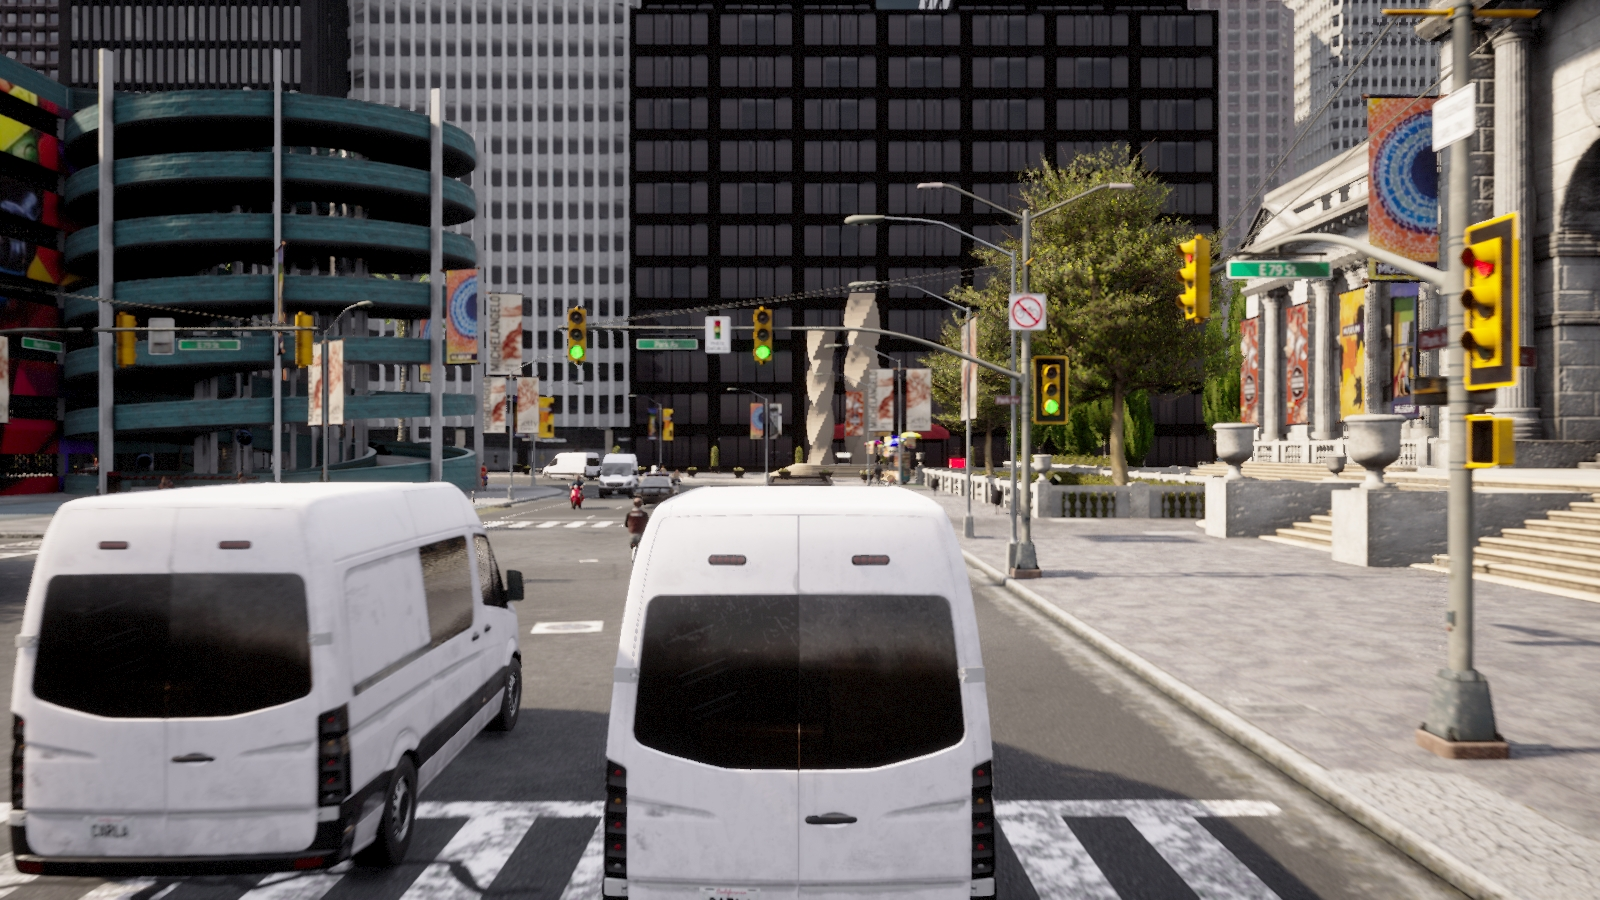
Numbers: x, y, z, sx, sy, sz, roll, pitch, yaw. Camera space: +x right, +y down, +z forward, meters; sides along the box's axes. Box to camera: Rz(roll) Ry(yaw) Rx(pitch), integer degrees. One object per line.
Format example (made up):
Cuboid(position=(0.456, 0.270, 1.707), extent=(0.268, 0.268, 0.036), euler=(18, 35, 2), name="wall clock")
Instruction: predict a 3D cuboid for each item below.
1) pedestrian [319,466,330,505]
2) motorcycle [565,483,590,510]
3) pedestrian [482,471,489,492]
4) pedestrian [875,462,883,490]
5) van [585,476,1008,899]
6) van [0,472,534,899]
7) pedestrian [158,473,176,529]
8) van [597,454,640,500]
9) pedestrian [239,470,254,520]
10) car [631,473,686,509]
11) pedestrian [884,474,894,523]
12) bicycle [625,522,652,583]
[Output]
Cuboid(position=(-22.619, 1.698, 54.374), extent=(0.375, 1.860, 0.375), euler=(0, 0, 4), name="pedestrian")
Cuboid(position=(-10.522, 2.184, 54.122), extent=(0.856, 1.236, 1.805), euler=(0, 0, 0), name="motorcycle")
Cuboid(position=(-19.965, 1.979, 72.493), extent=(0.375, 1.300, 0.375), euler=(0, 0, -13), name="pedestrian")
Cuboid(position=(5.221, 1.700, 75.391), extent=(0.375, 1.860, 0.375), euler=(0, 0, -20), name="pedestrian")
Cuboid(position=(-0.012, 1.534, 8.333), extent=(1.988, 2.561, 5.915), euler=(0, 0, 0), name="van")
Cuboid(position=(-3.764, 1.537, 9.473), extent=(1.988, 2.561, 5.915), euler=(0, 0, -3), name="van")
Cuboid(position=(-21.249, 1.698, 38.355), extent=(0.375, 1.860, 0.375), euler=(0, 0, 2), name="pedestrian")
Cuboid(position=(-10.705, 1.537, 67.721), extent=(1.988, 2.561, 5.915), euler=(0, 0, -4), name="van")
Cuboid(position=(-20.864, 1.700, 43.044), extent=(0.375, 1.860, 0.375), euler=(0, 0, 6), name="pedestrian")
Cuboid(position=(-6.941, 1.985, 56.490), extent=(2.097, 1.638, 5.238), euler=(0, 0, -1), name="car")
Cuboid(position=(3.426, 1.850, 43.910), extent=(0.375, 1.860, 0.375), euler=(0, 0, 0), name="pedestrian")
Cuboid(position=(-3.516, 2.211, 24.911), extent=(0.329, 1.171, 1.835), euler=(0, 0, 0), name="bicycle")
